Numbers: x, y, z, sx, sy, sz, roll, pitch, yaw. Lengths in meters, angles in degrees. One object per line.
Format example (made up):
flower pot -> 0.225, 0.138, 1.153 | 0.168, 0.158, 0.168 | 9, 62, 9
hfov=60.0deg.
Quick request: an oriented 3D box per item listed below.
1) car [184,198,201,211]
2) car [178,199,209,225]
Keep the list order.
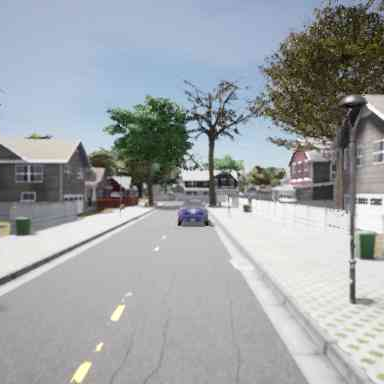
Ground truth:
car -> 0.087, 1.546, 41.684 | 1.994, 1.385, 4.181 | 0, 0, 0
car -> 0.084, 1.341, 24.068 | 2.097, 1.767, 4.553 | 0, 0, 0
